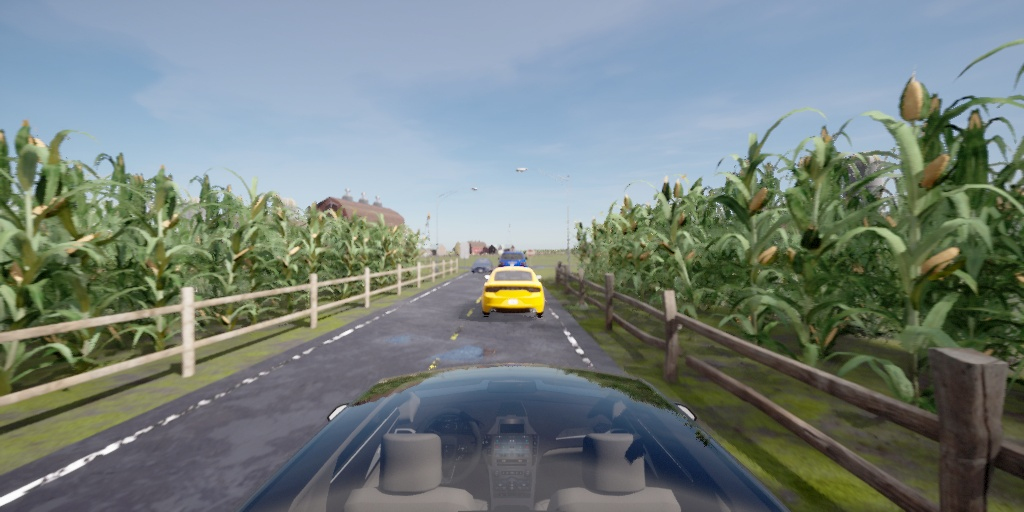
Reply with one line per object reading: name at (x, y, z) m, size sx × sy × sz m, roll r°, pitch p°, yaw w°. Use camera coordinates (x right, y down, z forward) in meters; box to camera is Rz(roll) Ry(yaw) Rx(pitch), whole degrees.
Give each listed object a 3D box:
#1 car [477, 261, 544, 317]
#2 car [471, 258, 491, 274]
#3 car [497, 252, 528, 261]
car at (0.045, 1.109, 12.676) m, size 1.882 × 1.535 × 5.008 m, roll 0°, pitch 1°, yaw 0°
car at (-2.806, 0.941, 34.905) m, size 2.033 × 1.411 × 5.357 m, roll 0°, pitch 1°, yaw 0°
car at (0.042, 0.688, 27.900) m, size 2.150 × 2.045 × 5.566 m, roll 0°, pitch 0°, yaw 0°
